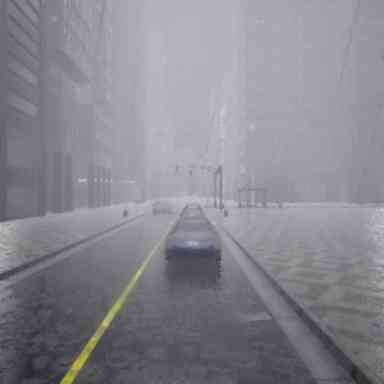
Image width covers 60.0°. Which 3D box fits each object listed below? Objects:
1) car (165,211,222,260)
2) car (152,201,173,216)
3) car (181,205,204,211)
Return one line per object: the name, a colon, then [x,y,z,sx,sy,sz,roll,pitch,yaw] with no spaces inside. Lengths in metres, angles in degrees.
car: [0.051,1.640,12.768,1.994,1.385,4.181,0,0,0]
car: [-3.041,1.711,35.334,1.837,1.490,4.892,0,-1,1]
car: [0.049,1.726,27.643,1.994,1.385,4.181,0,0,0]
